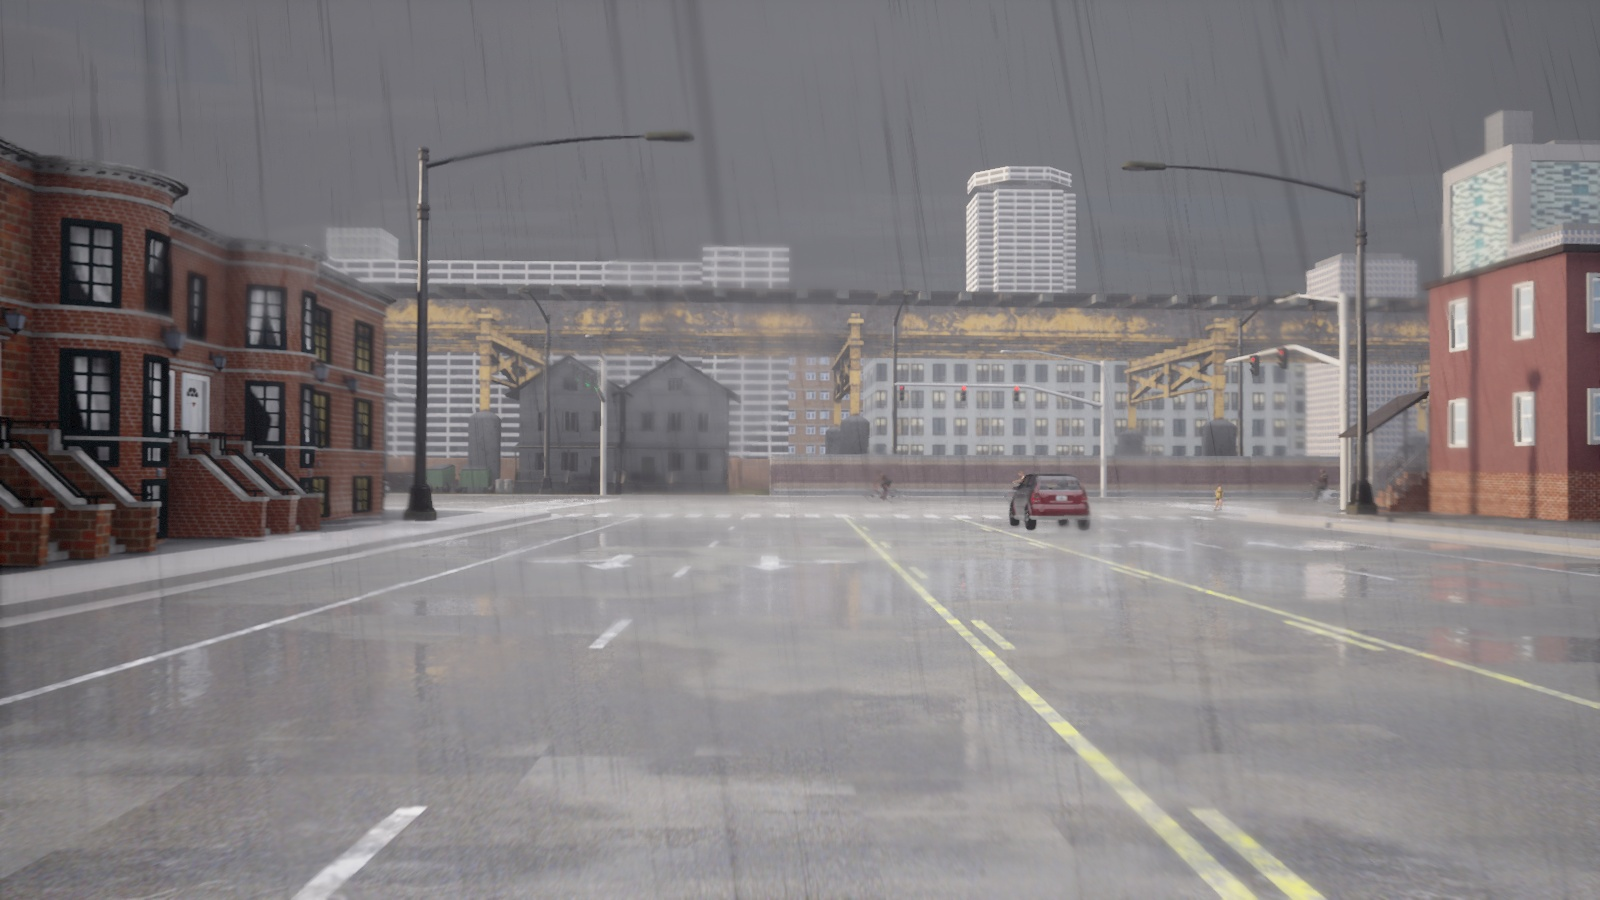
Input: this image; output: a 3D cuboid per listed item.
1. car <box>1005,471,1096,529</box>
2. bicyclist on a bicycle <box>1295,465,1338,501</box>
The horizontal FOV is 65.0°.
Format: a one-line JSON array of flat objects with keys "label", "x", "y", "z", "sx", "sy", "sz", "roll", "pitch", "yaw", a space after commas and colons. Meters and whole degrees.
[{"label": "car", "x": 6.914, "y": 1.353, "z": 35.064, "sx": 1.789, "sy": 1.549, "sz": 3.705, "roll": 0, "pitch": -1, "yaw": 0}, {"label": "bicyclist on a bicycle", "x": 25.303, "y": 1.614, "z": 61.506, "sx": 1.843, "sy": 1.776, "sz": 0.659, "roll": 0, "pitch": -1, "yaw": 0}]
